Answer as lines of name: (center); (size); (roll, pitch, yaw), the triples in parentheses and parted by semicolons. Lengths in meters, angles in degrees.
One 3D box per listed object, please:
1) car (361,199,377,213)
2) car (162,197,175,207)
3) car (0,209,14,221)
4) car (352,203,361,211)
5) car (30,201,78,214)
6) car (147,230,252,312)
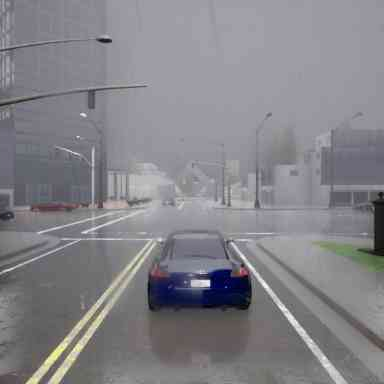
car: (20.214, 1.553, 33.718); (4.718, 1.301, 1.895); (0, 0, 0)
car: (-3.580, 1.490, 51.373); (2.128, 1.511, 4.902); (0, 0, 0)
car: (-16.392, 1.672, 26.225); (4.181, 1.385, 1.994); (-1, 0, 0)
car: (20.364, 1.479, 37.209); (4.674, 1.442, 1.812); (0, 0, 0)
car: (-15.145, 1.698, 36.601); (4.718, 1.301, 1.895); (-1, 0, 3)
car: (0.089, 1.564, 7.814); (1.994, 1.385, 4.181); (0, 0, -2)
